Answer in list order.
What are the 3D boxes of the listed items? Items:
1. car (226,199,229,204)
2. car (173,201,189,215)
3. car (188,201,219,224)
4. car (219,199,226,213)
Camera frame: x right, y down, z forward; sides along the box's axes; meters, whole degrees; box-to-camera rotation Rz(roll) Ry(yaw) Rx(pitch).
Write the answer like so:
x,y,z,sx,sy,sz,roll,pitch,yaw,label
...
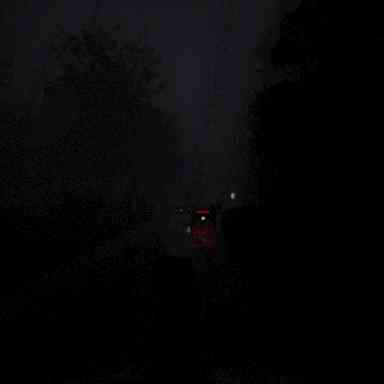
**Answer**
x,y,z,sx,sy,sz,roll,pitch,yaw,label
7.690,2.247,78.771,1.882,1.535,5.008,1,0,16,car
-0.860,1.738,37.199,1.837,1.490,4.892,0,-1,7,car
0.979,1.614,25.824,1.837,1.490,4.892,0,-1,4,car
2.807,1.830,42.479,2.128,1.511,4.902,0,-1,8,car
